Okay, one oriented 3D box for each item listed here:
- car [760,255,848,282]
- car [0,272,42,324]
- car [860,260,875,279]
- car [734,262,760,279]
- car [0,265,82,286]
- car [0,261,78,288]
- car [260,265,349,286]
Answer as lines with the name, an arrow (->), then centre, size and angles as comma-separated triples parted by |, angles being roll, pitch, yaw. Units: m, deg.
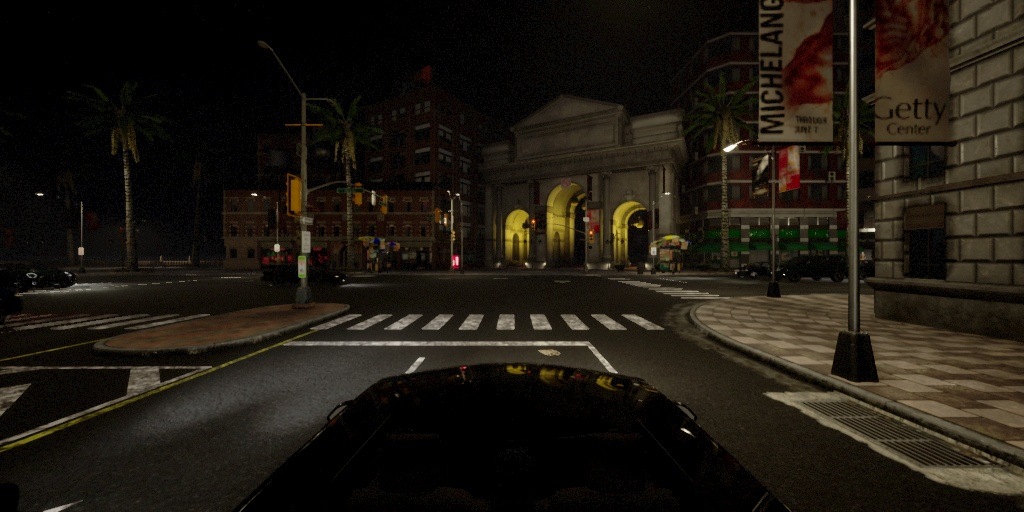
car -> 23.281, 0.971, 28.255 | 5.566, 2.045, 2.150 | 0, 0, 0
car -> -15.204, 1.276, 8.611 | 1.812, 1.442, 4.674 | 1, 0, -6
car -> 31.281, 1.102, 31.588 | 4.553, 1.767, 2.097 | 0, 0, 2
car -> 22.305, 1.242, 31.751 | 4.902, 1.511, 2.128 | 0, 0, 0
car -> -33.143, 1.314, 24.911 | 4.181, 1.385, 1.994 | 0, 0, 0
car -> -29.048, 1.102, 21.222 | 4.553, 1.767, 2.097 | 0, 0, 3
car -> -14.293, 1.297, 24.795 | 5.357, 1.411, 2.033 | 0, 0, 0
